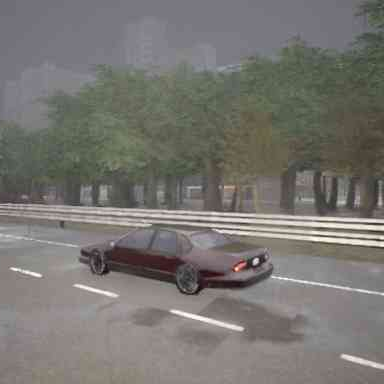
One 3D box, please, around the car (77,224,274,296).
[{"bbox_3d":[-0.665,1.548,8.647,5.357,1.411,2.033,0,0,36],"label":"car"}]
